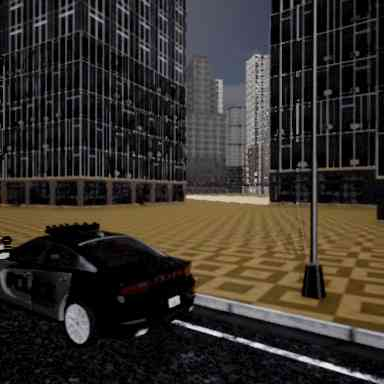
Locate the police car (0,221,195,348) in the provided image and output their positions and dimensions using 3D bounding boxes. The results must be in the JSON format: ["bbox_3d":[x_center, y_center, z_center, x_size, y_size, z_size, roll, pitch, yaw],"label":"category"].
[{"bbox_3d":[-2.388,1.419,6.427,5.238,1.638,1.930,0,0,35],"label":"police car"}]
